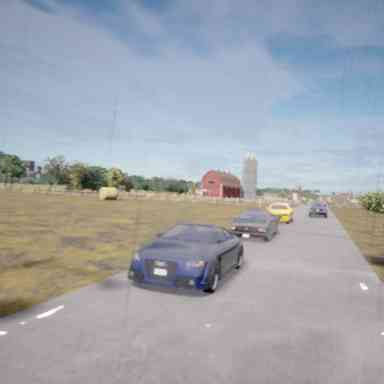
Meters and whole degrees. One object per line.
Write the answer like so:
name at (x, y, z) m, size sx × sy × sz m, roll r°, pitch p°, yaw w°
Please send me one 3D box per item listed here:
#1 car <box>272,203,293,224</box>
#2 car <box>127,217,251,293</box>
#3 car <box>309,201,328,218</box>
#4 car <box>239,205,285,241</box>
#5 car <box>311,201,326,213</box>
car at (7.226, 1.682, 27.397) m, size 1.882 × 1.535 × 5.008 m, roll 2°, pitch 0°, yaw 21°
car at (0.064, 1.547, 8.958) m, size 1.994 × 1.385 × 4.181 m, roll 2°, pitch 0°, yaw 22°
car at (13.719, 1.981, 36.143) m, size 2.033 × 1.411 × 5.357 m, roll 2°, pitch 0°, yaw 22°
car at (3.445, 1.635, 17.689) m, size 2.033 × 1.411 × 5.357 m, roll 2°, pitch 0°, yaw 21°
car at (18.072, 2.118, 47.449) m, size 1.837 × 1.490 × 4.892 m, roll 2°, pitch 0°, yaw 22°
